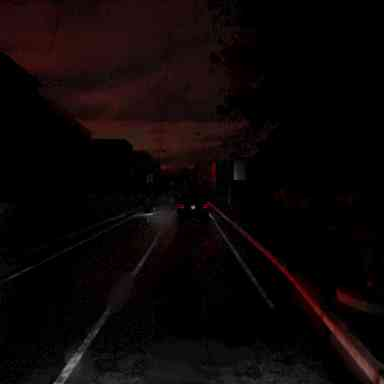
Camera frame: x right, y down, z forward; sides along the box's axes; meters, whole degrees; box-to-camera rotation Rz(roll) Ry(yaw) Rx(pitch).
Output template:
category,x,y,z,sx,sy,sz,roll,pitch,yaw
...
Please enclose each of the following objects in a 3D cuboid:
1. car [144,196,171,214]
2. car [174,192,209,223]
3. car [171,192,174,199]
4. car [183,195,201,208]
category,x,y,z,sx,sy,sz,roll,pitch,yaw
car,-3.426,1.327,32.351,1.994,1.385,4.181,0,1,0
car,0.075,1.065,24.159,2.150,2.045,5.566,0,1,0
car,-3.586,0.710,73.222,2.097,1.767,4.553,0,0,0
car,0.044,1.166,42.179,2.128,1.511,4.902,0,0,0
